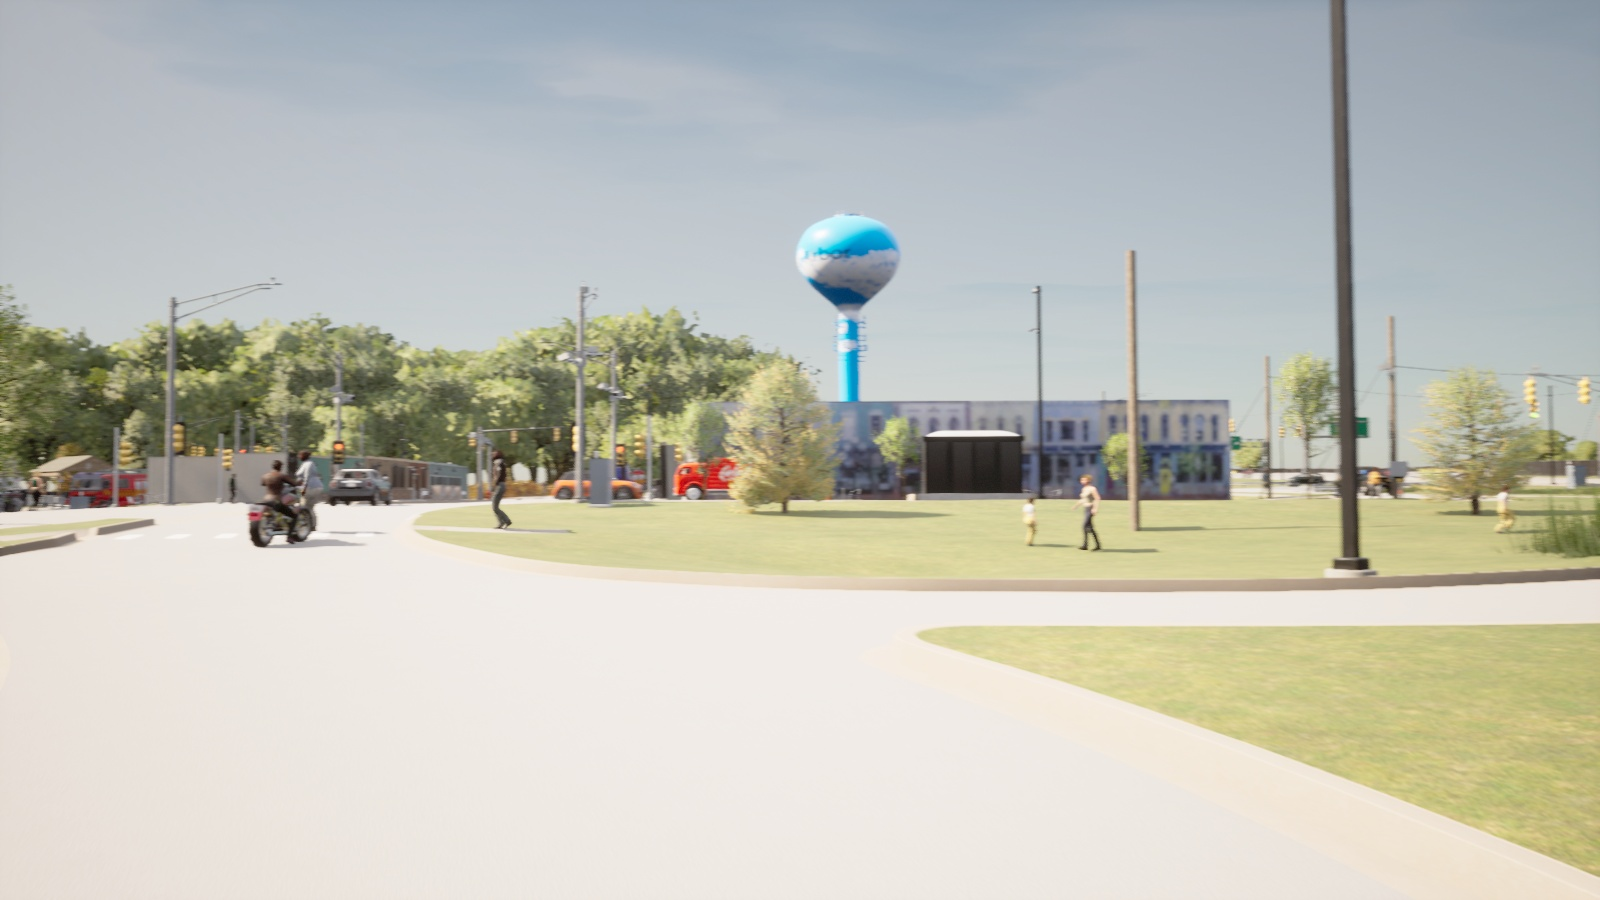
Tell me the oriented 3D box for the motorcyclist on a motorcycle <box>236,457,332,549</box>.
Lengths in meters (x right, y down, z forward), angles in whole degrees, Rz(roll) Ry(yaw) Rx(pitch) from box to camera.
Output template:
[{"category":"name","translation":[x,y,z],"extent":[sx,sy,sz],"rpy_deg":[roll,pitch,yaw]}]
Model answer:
[{"category":"motorcyclist on a motorcycle","translation":[-9.718,0.981,23.760],"extent":[0.766,1.649,2.350],"rpy_deg":[0,-1,2]}]

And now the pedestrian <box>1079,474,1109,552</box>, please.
[{"category":"pedestrian","translation":[6.974,1.483,29.789],"extent":[0.594,1.836,0.345],"rpy_deg":[0,-2,-7]}]

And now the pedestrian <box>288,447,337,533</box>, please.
[{"category":"pedestrian","translation":[-10.754,0.886,27.742],"extent":[0.900,1.855,0.874],"rpy_deg":[0,-3,-15]}]

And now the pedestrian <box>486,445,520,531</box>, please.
[{"category":"pedestrian","translation":[-6.680,0.851,28.259],"extent":[0.666,1.930,0.402],"rpy_deg":[0,-2,-5]}]

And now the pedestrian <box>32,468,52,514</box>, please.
[{"category":"pedestrian","translation":[-30.803,1.677,51.059],"extent":[0.345,1.836,0.594],"rpy_deg":[-1,-3,12]}]

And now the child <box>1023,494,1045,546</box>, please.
[{"category":"child","translation":[5.799,1.735,31.121],"extent":[0.437,1.263,0.270],"rpy_deg":[0,-3,-13]}]

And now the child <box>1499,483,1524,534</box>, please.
[{"category":"child","translation":[17.825,1.465,31.468],"extent":[0.437,1.263,0.270],"rpy_deg":[0,-2,4]}]

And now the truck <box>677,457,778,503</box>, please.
[{"category":"truck","translation":[-3.883,1.647,67.936],"extent":[5.204,2.467,2.627],"rpy_deg":[0,-2,2]}]

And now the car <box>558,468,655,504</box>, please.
[{"category":"car","translation":[-9.798,1.825,63.815],"extent":[4.553,1.767,2.097],"rpy_deg":[0,-3,1]}]

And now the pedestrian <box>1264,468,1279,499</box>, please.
[{"category":"pedestrian","translation":[27.821,1.988,74.085],"extent":[0.726,1.835,0.370],"rpy_deg":[1,-3,-22]}]

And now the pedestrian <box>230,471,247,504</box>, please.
[{"category":"pedestrian","translation":[-32.898,2.194,73.532],"extent":[0.788,1.949,0.423],"rpy_deg":[0,-2,7]}]

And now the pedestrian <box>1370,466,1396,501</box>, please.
[{"category":"pedestrian","translation":[31.095,1.802,66.966],"extent":[0.874,1.855,0.900],"rpy_deg":[0,-2,-5]}]

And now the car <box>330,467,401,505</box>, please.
[{"category":"car","translation":[-17.580,1.455,50.972],"extent":[1.970,1.475,3.806],"rpy_deg":[0,-2,-7]}]

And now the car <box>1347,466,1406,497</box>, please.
[{"category":"car","translation":[36.039,1.970,78.564],"extent":[1.905,1.878,3.866],"rpy_deg":[0,-2,0]}]
